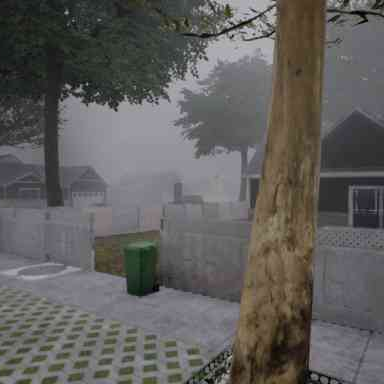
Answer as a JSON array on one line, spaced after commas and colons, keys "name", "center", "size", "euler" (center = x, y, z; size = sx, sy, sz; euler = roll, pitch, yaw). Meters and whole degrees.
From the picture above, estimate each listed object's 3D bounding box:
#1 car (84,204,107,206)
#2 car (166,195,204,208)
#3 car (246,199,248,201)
[{"name": "car", "center": [-8.393, 1.660, 27.737], "size": [1.895, 1.301, 4.718], "euler": [1, 0, 35]}, {"name": "car", "center": [-0.692, 1.334, 38.797], "size": [2.150, 2.045, 5.566], "euler": [1, 0, 35]}, {"name": "car", "center": [7.966, 1.685, 46.111], "size": [1.837, 1.490, 4.892], "euler": [1, 0, 35]}]
